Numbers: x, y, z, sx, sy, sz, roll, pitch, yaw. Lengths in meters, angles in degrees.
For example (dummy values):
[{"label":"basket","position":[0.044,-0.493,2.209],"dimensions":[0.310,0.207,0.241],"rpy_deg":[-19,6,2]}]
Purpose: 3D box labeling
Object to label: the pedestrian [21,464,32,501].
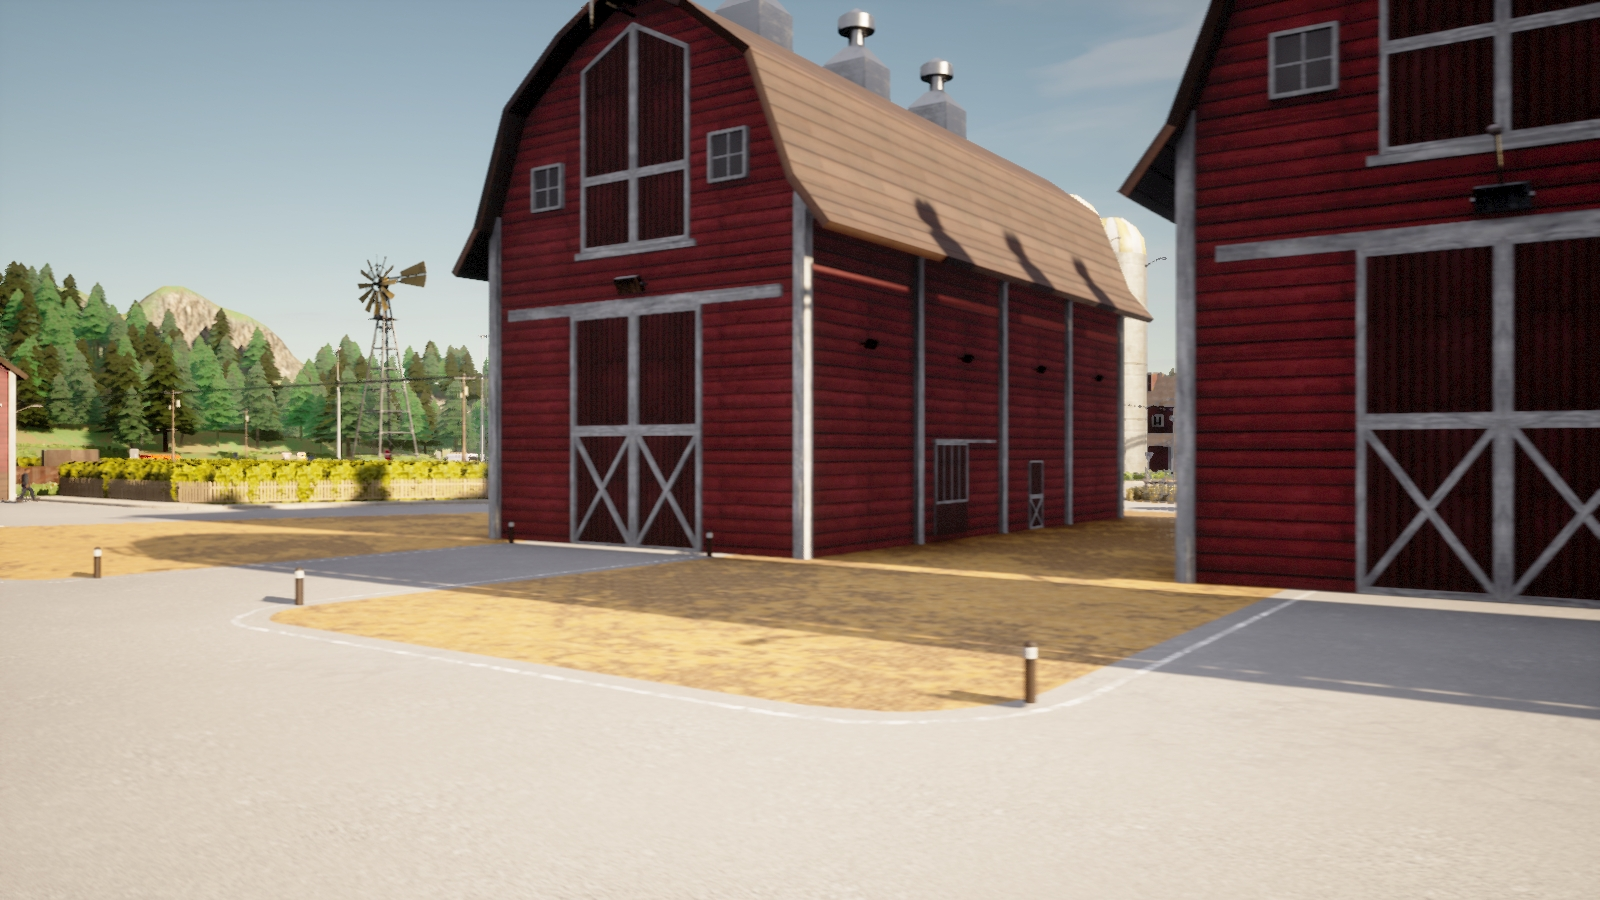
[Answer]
[{"label":"pedestrian","position":[-39.193,1.618,57.886],"dimensions":[0.375,1.860,0.375],"rpy_deg":[0,0,40]}]
